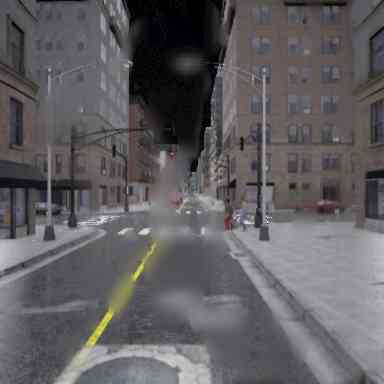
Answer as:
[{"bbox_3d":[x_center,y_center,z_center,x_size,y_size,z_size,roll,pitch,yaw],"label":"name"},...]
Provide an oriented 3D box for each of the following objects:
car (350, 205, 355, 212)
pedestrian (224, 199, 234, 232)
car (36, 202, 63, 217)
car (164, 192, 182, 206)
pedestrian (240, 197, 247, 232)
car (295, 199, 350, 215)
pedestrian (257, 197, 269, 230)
[{"bbox_3d":[17.457,1.327,31.594,4.829,1.417,1.752,-1,0,0],"label":"car"},{"bbox_3d":[2.012,1.270,18.359,0.375,1.860,0.375,0,0,0],"label":"pedestrian"},{"bbox_3d":[-14.628,1.666,31.820,4.403,1.369,2.008,-1,0,0],"label":"car"},{"bbox_3d":[-3.086,1.130,51.859,2.150,2.045,5.566,0,0,0],"label":"car"},{"bbox_3d":[2.683,1.118,17.159,0.375,1.860,0.375,0,0,0],"label":"pedestrian"},{"bbox_3d":[12.135,1.397,31.632,4.507,1.381,1.887,-1,0,0],"label":"car"},{"bbox_3d":[3.804,1.116,17.759,0.375,1.860,0.375,0,0,0],"label":"pedestrian"}]
